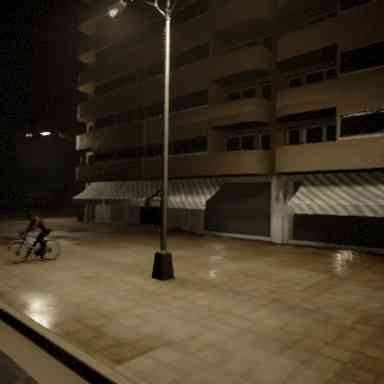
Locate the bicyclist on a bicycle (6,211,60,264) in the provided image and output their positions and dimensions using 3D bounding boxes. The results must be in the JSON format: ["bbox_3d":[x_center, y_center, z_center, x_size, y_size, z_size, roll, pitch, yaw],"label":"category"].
[{"bbox_3d":[-5.040,1.446,10.666,1.656,1.620,0.582,2,-2,-41],"label":"bicyclist on a bicycle"}]
